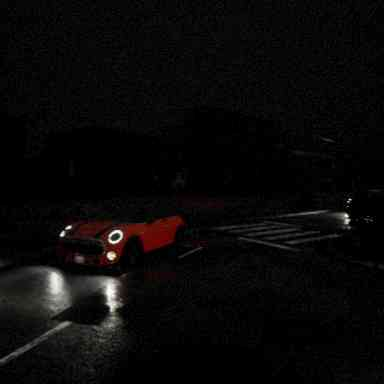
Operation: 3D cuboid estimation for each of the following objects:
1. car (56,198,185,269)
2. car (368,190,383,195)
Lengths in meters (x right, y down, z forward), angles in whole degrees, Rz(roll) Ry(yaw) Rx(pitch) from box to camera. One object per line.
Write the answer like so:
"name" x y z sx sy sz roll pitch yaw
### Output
"car" -1.912 1.074 10.281 2.097 1.767 4.553 3 1 22
"car" 14.123 0.671 26.102 4.553 1.767 2.097 -2 3 -36
